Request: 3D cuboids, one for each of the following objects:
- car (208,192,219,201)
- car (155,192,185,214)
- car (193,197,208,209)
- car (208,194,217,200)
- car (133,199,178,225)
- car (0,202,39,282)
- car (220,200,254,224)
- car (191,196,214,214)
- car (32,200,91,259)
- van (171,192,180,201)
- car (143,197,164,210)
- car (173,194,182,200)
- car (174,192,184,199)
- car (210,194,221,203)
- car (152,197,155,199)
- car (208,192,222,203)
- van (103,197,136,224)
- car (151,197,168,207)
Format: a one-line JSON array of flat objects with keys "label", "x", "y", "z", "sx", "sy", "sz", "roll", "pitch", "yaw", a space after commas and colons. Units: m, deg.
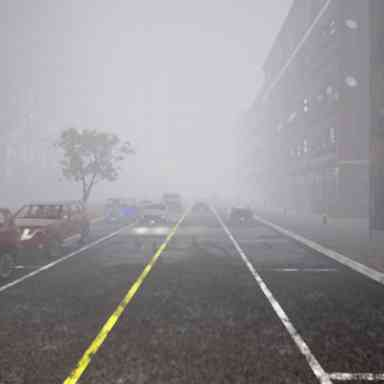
[{"label": "car", "x": 4.689, "y": 1.018, "z": 74.374, "sx": 2.192, "sy": 1.841, "sz": 5.009, "roll": 1, "pitch": 0, "yaw": 2}, {"label": "car", "x": -2.093, "y": 1.086, "z": 34.500, "sx": 2.150, "sy": 2.045, "sz": 5.566, "roll": 0, "pitch": 0, "yaw": 2}, {"label": "car", "x": 1.221, "y": 1.434, "z": 44.539, "sx": 1.895, "sy": 1.301, "sz": 4.718, "roll": 0, "pitch": 0, "yaw": 2}, {"label": "car", "x": 4.839, "y": 1.219, "z": 80.022, "sx": 1.887, "sy": 1.381, "sz": 4.507, "roll": 1, "pitch": 0, "yaw": 2}, {"label": "car", "x": -2.397, "y": 1.459, "z": 23.344, "sx": 2.033, "sy": 1.411, "sz": 5.357, "roll": 0, "pitch": 0, "yaw": 2}, {"label": "car", "x": -5.526, "y": 1.270, "z": 6.848, "sx": 2.192, "sy": 1.841, "sz": 5.009, "roll": 1, "pitch": 0, "yaw": 2}, {"label": "car", "x": 3.308, "y": 1.480, "z": 23.575, "sx": 2.008, "sy": 1.369, "sz": 4.403, "roll": 1, "pitch": 0, "yaw": 2}, {"label": "car", "x": 0.936, "y": 1.407, "z": 33.161, "sx": 1.812, "sy": 1.442, "sz": 4.674, "roll": 0, "pitch": 0, "yaw": 2}, {"label": "car", "x": -5.373, "y": 1.251, "z": 12.493, "sx": 2.192, "sy": 1.841, "sz": 5.009, "roll": 1, "pitch": 0, "yaw": 2}, {"label": "van", "x": -3.689, "y": 1.011, "z": 74.579, "sx": 1.690, "sy": 1.788, "sz": 3.998, "roll": 1, "pitch": 0, "yaw": 2}, {"label": "car", "x": -4.615, "y": 1.353, "z": 40.545, "sx": 1.752, "sy": 1.417, "sz": 4.829, "roll": 1, "pitch": 0, "yaw": 2}, {"label": "car", "x": -3.539, "y": 1.185, "z": 80.226, "sx": 1.887, "sy": 1.381, "sz": 4.507, "roll": 1, "pitch": 0, "yaw": 2}, {"label": "car", "x": -3.382, "y": 0.926, "z": 85.868, "sx": 2.192, "sy": 1.841, "sz": 5.009, "roll": 1, "pitch": 0, "yaw": 2}, {"label": "car", "x": 4.381, "y": 1.199, "z": 63.087, "sx": 1.967, "sy": 1.590, "sz": 4.097, "roll": 1, "pitch": 0, "yaw": 2}, {"label": "car", "x": -4.764, "y": 1.433, "z": 35.072, "sx": 1.802, "sy": 1.307, "sz": 4.206, "roll": 1, "pitch": 0, "yaw": 2}, {"label": "car", "x": 4.228, "y": 1.225, "z": 57.444, "sx": 1.967, "sy": 1.590, "sz": 4.097, "roll": 1, "pitch": 0, "yaw": 2}, {"label": "van", "x": -5.067, "y": 1.237, "z": 23.781, "sx": 1.690, "sy": 1.788, "sz": 3.998, "roll": 1, "pitch": 0, "yaw": 2}, {"label": "car", "x": -4.458, "y": 1.384, "z": 46.360, "sx": 1.802, "sy": 1.307, "sz": 4.206, "roll": 1, "pitch": 0, "yaw": 2}]
